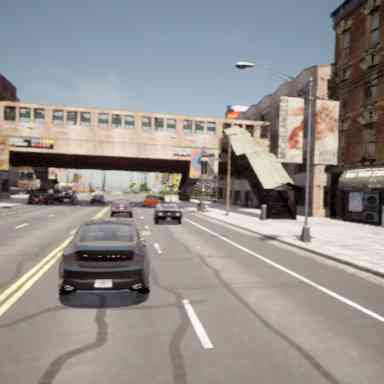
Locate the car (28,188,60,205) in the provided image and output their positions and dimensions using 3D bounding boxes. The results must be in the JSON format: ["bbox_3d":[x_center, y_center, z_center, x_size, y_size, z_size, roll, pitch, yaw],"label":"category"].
[{"bbox_3d":[-18.927,0.551,42.034,2.435,2.045,5.566,2,0,-11],"label":"car"}]

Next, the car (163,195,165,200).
[{"bbox_3d":[-6.088,1.234,63.482,2.231,1.521,4.892,2,0,-1],"label":"car"}]

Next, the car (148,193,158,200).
[{"bbox_3d":[-9.446,1.107,80.351,2.097,1.535,5.008,2,0,-11],"label":"car"}]

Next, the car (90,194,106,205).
[{"bbox_3d":[-13.305,1.061,47.225,2.033,1.411,5.357,2,0,-10],"label":"car"}]

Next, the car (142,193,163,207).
[{"bbox_3d":[-5.599,1.133,44.904,2.097,1.767,4.553,2,0,-11],"label":"car"}]

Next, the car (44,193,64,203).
[{"bbox_3d":[-20.384,0.863,49.287,1.895,1.301,4.718,2,0,-11],"label":"car"}]

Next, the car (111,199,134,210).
[{"bbox_3d":[-6.074,1.321,28.933,2.033,1.411,5.357,2,0,-11],"label":"car"}]

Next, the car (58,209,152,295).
[{"bbox_3d":[-2.105,1.427,8.538,1.837,1.490,4.892,2,0,-11],"label":"car"}]

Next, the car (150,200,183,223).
[{"bbox_3d":[-1.873,1.522,24.554,1.895,1.301,4.718,2,0,-9],"label":"car"}]

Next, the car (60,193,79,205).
[{"bbox_3d":[-16.321,0.902,44.257,2.128,1.511,4.902,2,0,-10],"label":"car"}]

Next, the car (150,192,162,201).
[{"bbox_3d":[-8.089,1.032,74.069,2.185,1.767,4.553,2,0,-11],"label":"car"}]
